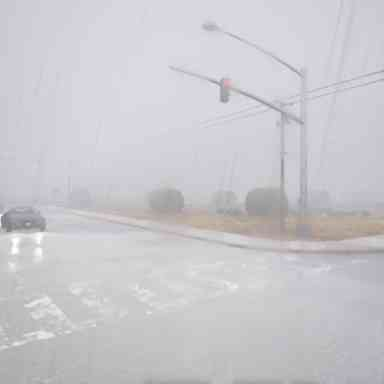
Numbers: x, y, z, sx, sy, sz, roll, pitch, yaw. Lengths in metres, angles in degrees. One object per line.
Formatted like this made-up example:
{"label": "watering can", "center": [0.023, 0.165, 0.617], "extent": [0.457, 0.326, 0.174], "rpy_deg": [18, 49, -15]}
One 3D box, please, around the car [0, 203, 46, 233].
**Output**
{"label": "car", "center": [-10.164, 1.590, 19.992], "extent": [1.994, 1.385, 4.181], "rpy_deg": [0, 0, -35]}

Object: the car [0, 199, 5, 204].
{"label": "car", "center": [-22.022, 1.516, 37.106], "extent": [2.128, 1.511, 4.902], "rpy_deg": [0, 0, -35]}
